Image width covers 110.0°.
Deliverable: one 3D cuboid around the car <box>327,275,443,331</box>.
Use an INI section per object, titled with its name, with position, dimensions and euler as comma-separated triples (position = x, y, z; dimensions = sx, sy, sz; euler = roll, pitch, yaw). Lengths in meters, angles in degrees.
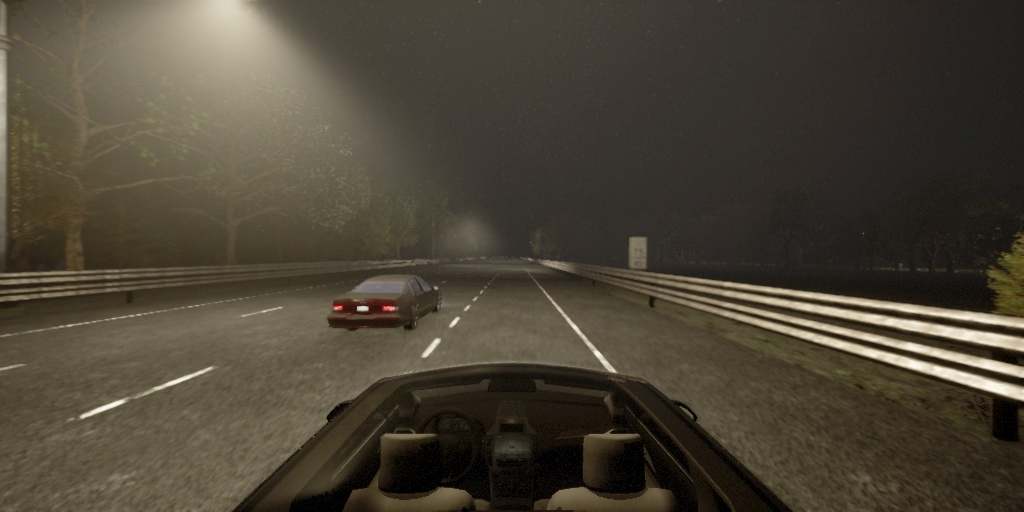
[car]
position = -3.472, 1.280, 10.880
dimensions = 2.033, 1.411, 5.357
euler = 0, 0, 0
